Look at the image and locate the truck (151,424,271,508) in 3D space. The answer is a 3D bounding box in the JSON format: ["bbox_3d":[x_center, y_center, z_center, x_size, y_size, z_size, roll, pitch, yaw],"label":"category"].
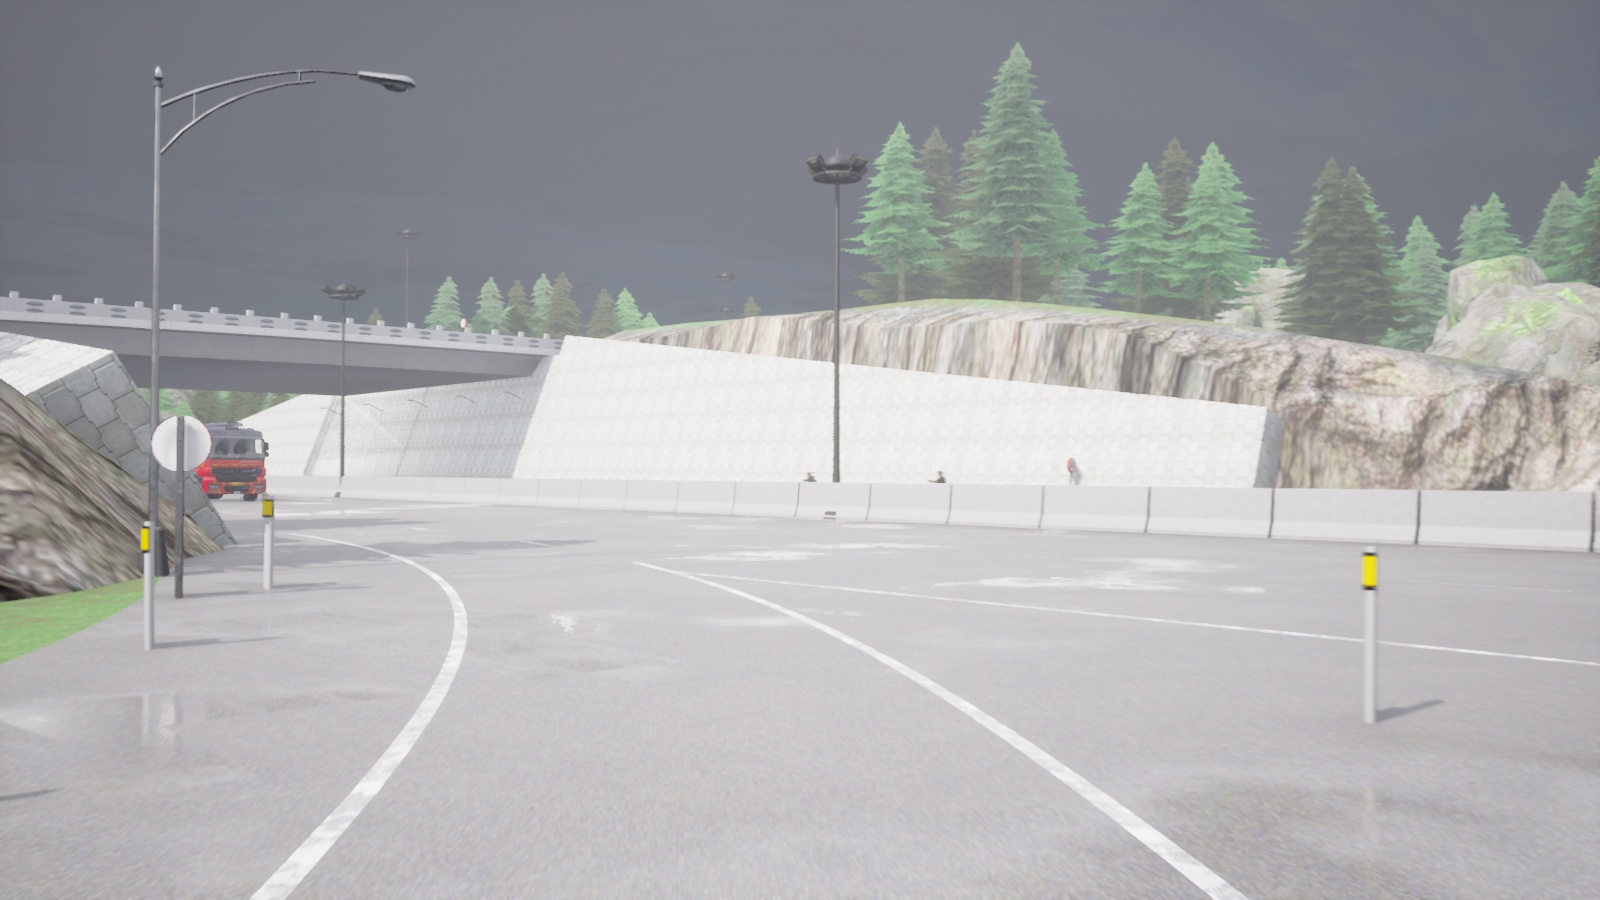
[{"bbox_3d":[-28.976,0.821,61.608,2.891,3.827,8.468,1,-1,-43],"label":"truck"}]
